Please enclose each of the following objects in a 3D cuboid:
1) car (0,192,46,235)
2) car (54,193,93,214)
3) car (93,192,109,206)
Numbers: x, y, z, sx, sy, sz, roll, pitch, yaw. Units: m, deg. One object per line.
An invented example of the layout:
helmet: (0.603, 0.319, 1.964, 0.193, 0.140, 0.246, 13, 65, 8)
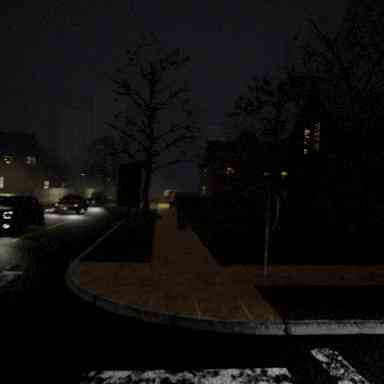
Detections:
car: (-8.590, 0.888, 15.629, 2.097, 1.767, 4.553, 3, 1, -5)
car: (-9.648, 0.925, 27.018, 1.812, 1.442, 4.674, 3, 0, -6)
car: (-10.609, 0.765, 37.574, 2.128, 1.511, 4.902, 3, 0, -5)
